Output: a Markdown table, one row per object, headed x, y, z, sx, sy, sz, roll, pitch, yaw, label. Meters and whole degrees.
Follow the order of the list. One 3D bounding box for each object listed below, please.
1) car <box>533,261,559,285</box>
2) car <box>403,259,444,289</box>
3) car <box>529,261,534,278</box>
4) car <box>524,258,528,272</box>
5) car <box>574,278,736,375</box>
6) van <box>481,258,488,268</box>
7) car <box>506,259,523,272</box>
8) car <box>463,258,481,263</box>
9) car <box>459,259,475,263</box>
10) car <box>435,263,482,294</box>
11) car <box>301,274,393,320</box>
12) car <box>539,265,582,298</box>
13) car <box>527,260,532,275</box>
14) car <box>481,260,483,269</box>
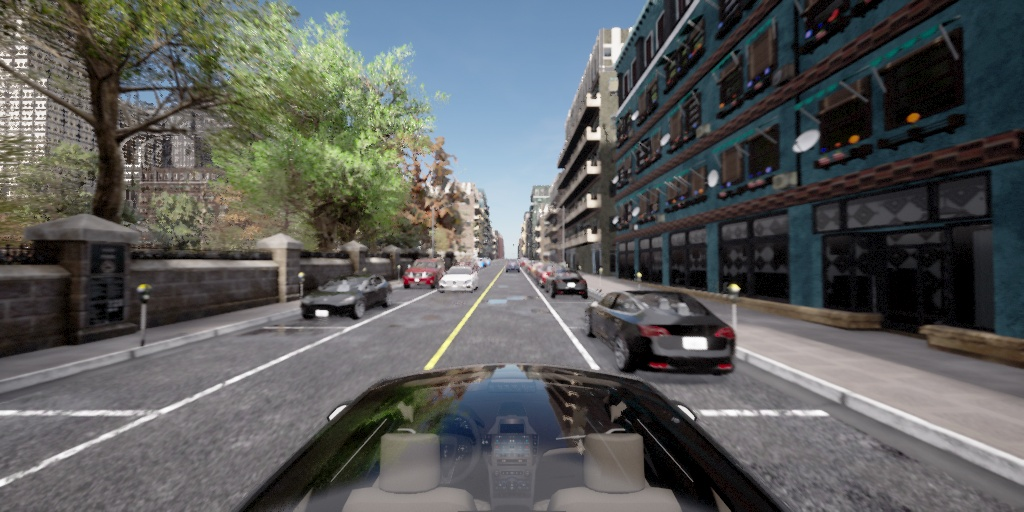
| x | y | z | sx | sy | sz | roll | pitch | yaw | label |
| --- | --- | --- | --- | --- | --- | --- | --- | --- | --- |
| 2.695 | 1.245 | 23.946 | 1.967 | 1.591 | 4.097 | 0 | 0 | 0 | car |
| -5.686 | 1.120 | 23.948 | 2.192 | 1.841 | 5.009 | 0 | 0 | 0 | car |
| 2.696 | 1.364 | 29.469 | 1.888 | 1.381 | 4.507 | 0 | 0 | 0 | car |
| 2.698 | 1.287 | 40.517 | 1.967 | 1.591 | 4.097 | 0 | 0 | 0 | car |
| 2.691 | 1.330 | 7.375 | 1.948 | 1.339 | 4.313 | 0 | 0 | 0 | car |
| -5.687 | 1.245 | 62.612 | 1.690 | 1.789 | 3.998 | 0 | 0 | 0 | van |
| 0.107 | 1.411 | 47.236 | 2.033 | 1.411 | 5.357 | 0 | 0 | 0 | car |
| -5.682 | 1.176 | 46.041 | 2.192 | 1.841 | 5.009 | 0 | 0 | 0 | car |
| -5.683 | 1.392 | 40.519 | 1.888 | 1.381 | 4.507 | 0 | 0 | 0 | car |
| -2.997 | 1.328 | 21.042 | 1.812 | 1.442 | 4.674 | 0 | 0 | 0 | car |
| -5.688 | 1.344 | 12.901 | 1.948 | 1.339 | 4.313 | 0 | 0 | 0 | car |
| 2.694 | 1.357 | 18.424 | 1.948 | 1.339 | 4.313 | 0 | 0 | 0 | car |
| 2.697 | 1.358 | 35.163 | 1.751 | 1.417 | 4.829 | 0 | 0 | 0 | car |
| -5.681 | 1.420 | 51.565 | 1.888 | 1.381 | 4.507 | 0 | 0 | 0 | car |
